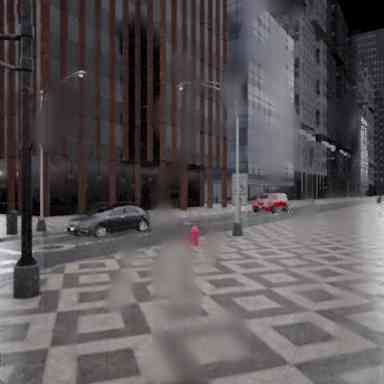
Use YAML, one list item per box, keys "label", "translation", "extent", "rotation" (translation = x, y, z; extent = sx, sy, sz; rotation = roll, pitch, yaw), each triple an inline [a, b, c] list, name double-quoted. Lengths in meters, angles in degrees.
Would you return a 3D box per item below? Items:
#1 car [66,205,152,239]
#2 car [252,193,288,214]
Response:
- label: "car"
  translation: [-4.227, 1.476, 17.615]
  extent: [1.837, 1.490, 4.892]
  rotation: [0, 1, 36]
- label: "car"
  translation: [8.396, 1.139, 35.225]
  extent: [2.150, 2.045, 5.566]
  rotation: [0, 0, 36]
